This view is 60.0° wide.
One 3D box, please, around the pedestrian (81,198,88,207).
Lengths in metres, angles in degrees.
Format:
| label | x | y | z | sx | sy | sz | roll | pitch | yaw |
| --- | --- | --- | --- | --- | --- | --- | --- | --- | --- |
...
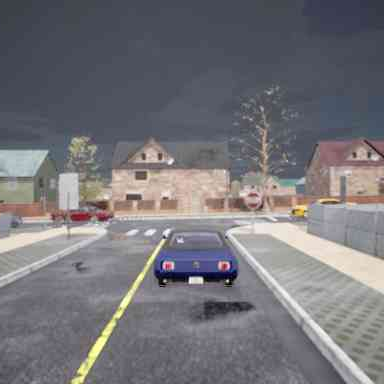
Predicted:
| label | x | y | z | sx | sy | sz | roll | pitch | yaw |
| --- | --- | --- | --- | --- | --- | --- | --- | --- | --- |
| pedestrian | -9.649 | 1.408 | 29.681 | 0.375 | 1.860 | 0.375 | 0 | 2 | 0 |

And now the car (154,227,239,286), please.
| label | x | y | z | sx | sy | sz | roll | pitch | yaw |
| --- | --- | --- | --- | --- | --- | --- | --- | --- | --- |
| car | 0.096 | 1.647 | 9.476 | 1.895 | 1.301 | 4.718 | 0 | 0 | 0 |

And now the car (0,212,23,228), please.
| label | x | y | z | sx | sy | sz | roll | pitch | yaw |
| --- | --- | --- | --- | --- | --- | --- | --- | --- | --- |
| car | -14.669 | 1.968 | 23.816 | 4.674 | 1.442 | 1.812 | -1 | 1 | 0 |

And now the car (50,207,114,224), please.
| label | x | y | z | sx | sy | sz | roll | pitch | yaw |
| --- | --- | --- | --- | --- | --- | --- | --- | --- | --- |
| car | -8.858 | 1.876 | 26.863 | 4.718 | 1.301 | 1.895 | -1 | 0 | 7 |

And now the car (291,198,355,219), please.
| label | x | y | z | sx | sy | sz | roll | pitch | yaw |
| --- | --- | --- | --- | --- | --- | --- | --- | --- | --- |
| car | 10.559 | 1.295 | 26.803 | 5.008 | 1.535 | 1.882 | -1 | 1 | 0 |
